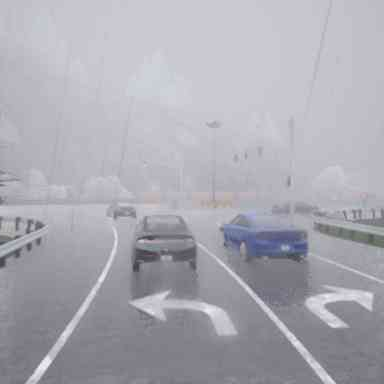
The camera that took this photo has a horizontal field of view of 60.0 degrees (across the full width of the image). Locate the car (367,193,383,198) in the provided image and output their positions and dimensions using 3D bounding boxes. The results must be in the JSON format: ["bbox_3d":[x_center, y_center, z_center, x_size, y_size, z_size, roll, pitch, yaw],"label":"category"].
[{"bbox_3d":[38.065,1.477,66.300,5.357,1.411,2.033,0,0,-23],"label":"car"}]

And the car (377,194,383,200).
[{"bbox_3d":[46.219,1.177,79.168,4.674,1.442,1.812,0,0,-34],"label":"car"}]

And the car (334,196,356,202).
[{"bbox_3d":[32.937,1.500,71.712,4.181,1.385,1.994,0,0,-19],"label":"car"}]

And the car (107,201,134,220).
[{"bbox_3d":[-6.135,1.548,28.835,1.812,1.442,4.674,0,0,-24],"label":"car"}]

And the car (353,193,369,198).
[{"bbox_3d":[35.694,1.167,69.067,5.566,2.045,2.150,0,0,-23],"label":"car"}]

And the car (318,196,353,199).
[{"bbox_3d":[25.138,1.487,58.228,4.674,1.442,1.812,0,0,-16],"label":"car"}]

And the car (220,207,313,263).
[{"bbox_3d":[2.371,1.475,12.132,1.882,1.535,5.008,0,0,-8],"label":"car"}]

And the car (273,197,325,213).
[{"bbox_3d":[9.832,1.512,31.572,4.674,1.442,1.812,0,0,-19],"label":"car"}]

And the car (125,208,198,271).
[{"bbox_3d":[-0.987,1.496,10.983,2.128,1.511,4.902,0,0,-8],"label":"car"}]

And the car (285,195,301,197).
[{"bbox_3d":[20.998,1.495,64.290,4.674,1.442,1.812,0,0,-16],"label":"car"}]
